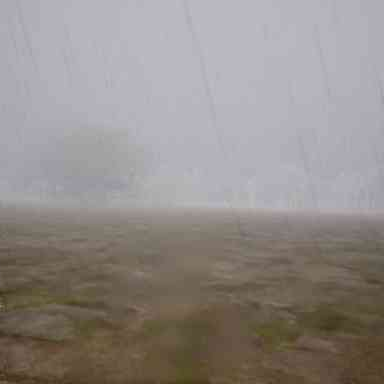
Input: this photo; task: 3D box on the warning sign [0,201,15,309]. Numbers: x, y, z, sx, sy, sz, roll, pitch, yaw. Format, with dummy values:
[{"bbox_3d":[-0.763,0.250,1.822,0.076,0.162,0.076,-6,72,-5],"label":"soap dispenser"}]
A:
[{"bbox_3d":[-4.020,1.102,5.797,1.060,1.860,1.300,1,0,37],"label":"warning sign"}]
